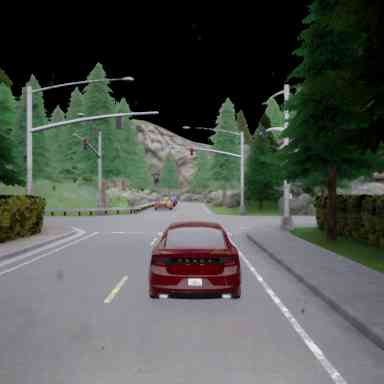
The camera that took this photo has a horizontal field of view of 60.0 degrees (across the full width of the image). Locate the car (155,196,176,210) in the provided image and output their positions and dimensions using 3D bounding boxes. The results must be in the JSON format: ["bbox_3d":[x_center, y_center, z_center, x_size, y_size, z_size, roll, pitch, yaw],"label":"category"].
[{"bbox_3d":[-3.554,1.352,42.594,2.097,1.767,4.553,0,0,0],"label":"car"}]

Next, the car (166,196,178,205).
[{"bbox_3d":[-3.751,1.478,61.905,1.882,1.535,5.008,0,0,-6],"label":"car"}]

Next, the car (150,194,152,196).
[{"bbox_3d":[-10.937,1.355,79.637,4.553,1.767,2.097,0,0,24],"label":"car"}]

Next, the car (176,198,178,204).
[{"bbox_3d":[-3.534,1.478,51.731,1.882,1.535,5.008,0,0,0],"label":"car"}]

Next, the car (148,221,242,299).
[{"bbox_3d":[0.075,1.478,8.490,1.882,1.535,5.008,0,0,0],"label":"car"}]
